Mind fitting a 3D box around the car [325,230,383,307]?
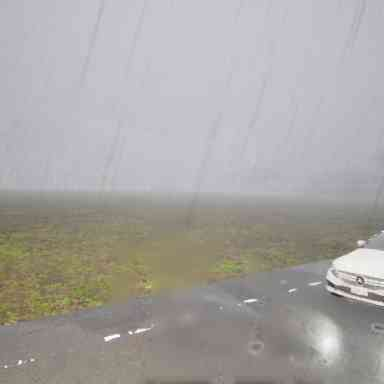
[{"bbox_3d":[4.926,1.536,7.393,4.674,1.442,1.812,0,0,-36],"label":"car"}]
